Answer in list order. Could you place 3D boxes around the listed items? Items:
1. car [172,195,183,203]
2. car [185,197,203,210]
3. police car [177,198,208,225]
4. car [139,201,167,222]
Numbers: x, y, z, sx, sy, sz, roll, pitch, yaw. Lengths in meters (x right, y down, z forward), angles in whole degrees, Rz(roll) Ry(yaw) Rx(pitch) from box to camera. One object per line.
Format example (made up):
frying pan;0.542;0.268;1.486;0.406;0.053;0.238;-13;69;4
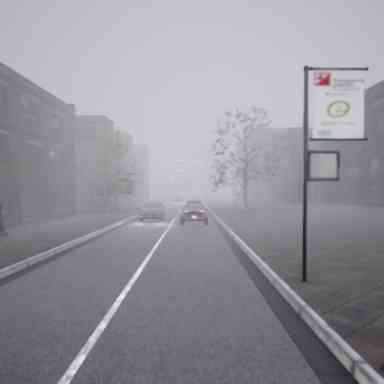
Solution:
car;-2.821;1.350;66.978;1.994;1.385;4.181;0;2;1
car;0.210;1.486;42.563;2.163;1.488;4.792;0;0;0
police car;0.153;1.494;24.455;2.038;1.542;4.974;0;0;0
car;-3.038;1.494;26.615;1.837;1.490;4.892;0;0;0
